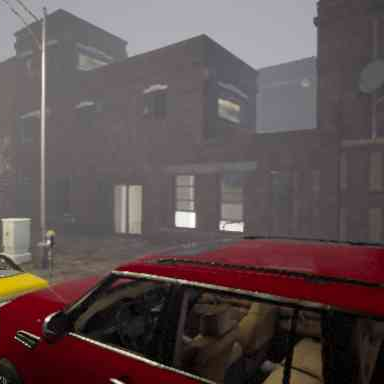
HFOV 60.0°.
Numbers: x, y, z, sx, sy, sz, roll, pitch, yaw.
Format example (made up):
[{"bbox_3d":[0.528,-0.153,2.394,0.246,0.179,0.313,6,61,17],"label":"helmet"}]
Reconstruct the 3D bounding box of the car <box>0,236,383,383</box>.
[{"bbox_3d":[0.251,1.322,2.676,5.009,1.841,2.192,0,1,36],"label":"car"}]
